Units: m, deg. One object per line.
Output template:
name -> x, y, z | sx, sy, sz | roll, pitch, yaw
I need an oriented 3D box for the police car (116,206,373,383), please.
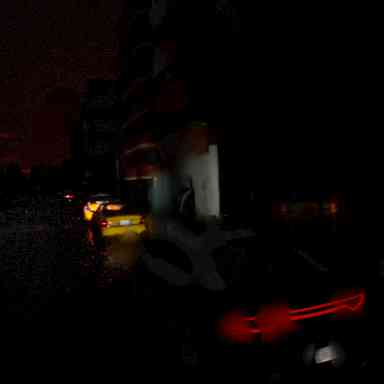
police car -> 0.244, 1.220, 5.400 | 1.930, 1.638, 5.238 | -3, 2, -22

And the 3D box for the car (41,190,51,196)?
car -> -32.961, 0.189, 75.030 | 1.994, 1.385, 4.181 | -3, 2, -22

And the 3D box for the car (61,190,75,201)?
car -> -18.565, 0.486, 49.585 | 1.837, 1.490, 4.892 | -3, 2, -22

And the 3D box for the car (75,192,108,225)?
car -> -5.648, 0.816, 20.119 | 2.097, 1.767, 4.553 | -6, 3, -21

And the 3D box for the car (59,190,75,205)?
car -> -14.497, 0.669, 39.435 | 2.128, 1.511, 4.902 | -3, 2, -21

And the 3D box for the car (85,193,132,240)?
car -> -3.462, 1.073, 14.772 | 1.801, 1.575, 5.366 | -3, 2, -22
